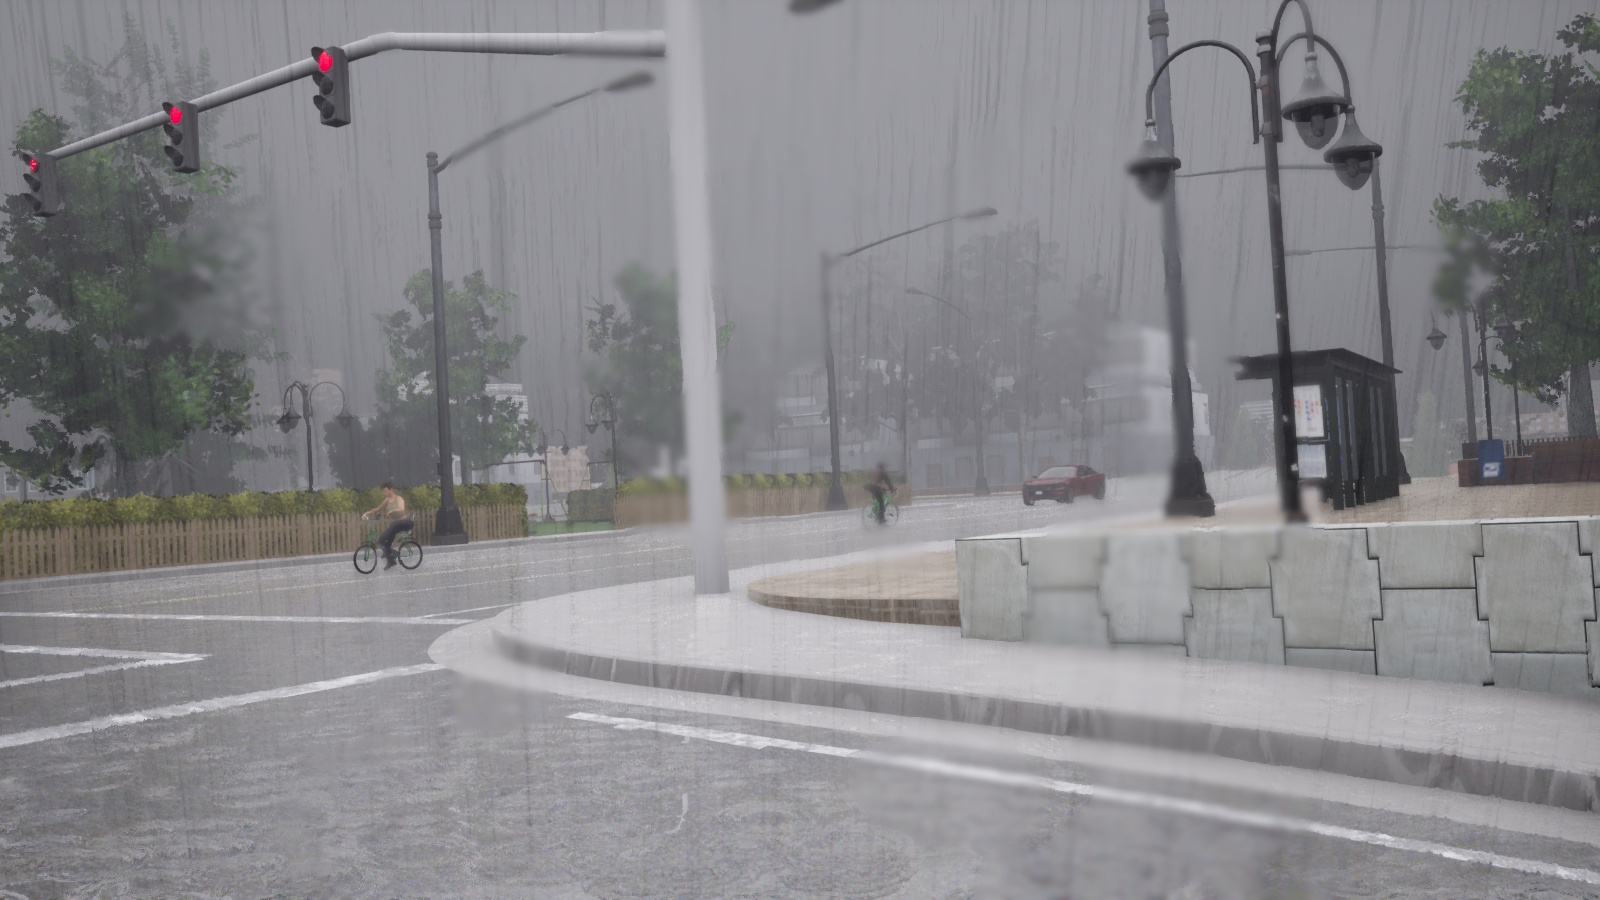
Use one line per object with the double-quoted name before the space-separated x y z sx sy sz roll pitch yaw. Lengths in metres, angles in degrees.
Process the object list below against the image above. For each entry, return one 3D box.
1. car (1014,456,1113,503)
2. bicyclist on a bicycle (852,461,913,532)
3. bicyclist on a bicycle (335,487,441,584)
"car" 10.259 1.125 48.584 1.882 1.535 5.008 -5 -2 34
"bicyclist on a bicycle" 2.009 1.111 30.353 0.582 1.620 1.656 -5 -3 34
"bicyclist on a bicycle" -7.435 1.536 22.723 0.866 1.612 1.509 -5 -2 35
